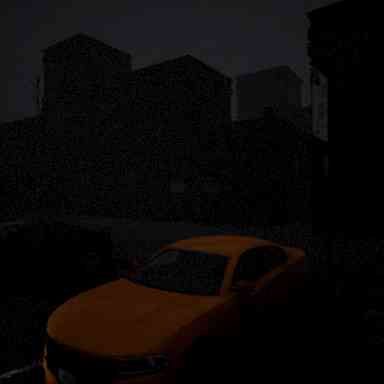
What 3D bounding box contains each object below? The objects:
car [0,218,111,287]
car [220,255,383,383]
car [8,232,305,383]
[{"bbox_3d":[-4.344,1.481,8.471,2.097,1.535,5.008,0,0,36],"label":"car"},{"bbox_3d":[2.528,1.481,3.544,2.231,1.521,4.892,0,0,36],"label":"car"},{"bbox_3d":[0.272,1.481,5.169,2.097,1.535,5.008,0,0,36],"label":"car"}]
